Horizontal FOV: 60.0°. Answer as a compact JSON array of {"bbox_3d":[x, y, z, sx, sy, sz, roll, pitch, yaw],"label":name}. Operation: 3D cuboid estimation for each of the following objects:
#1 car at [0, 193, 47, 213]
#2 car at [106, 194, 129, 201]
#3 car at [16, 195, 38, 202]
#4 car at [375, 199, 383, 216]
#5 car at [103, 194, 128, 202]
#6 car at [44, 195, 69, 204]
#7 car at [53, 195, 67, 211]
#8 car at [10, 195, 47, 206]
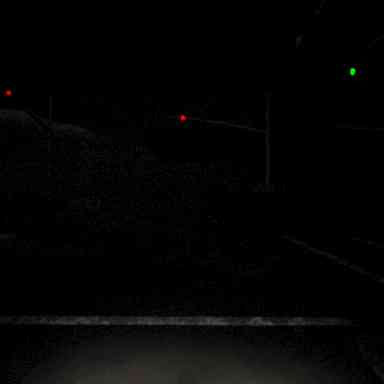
[{"bbox_3d":[-16.792,1.068,33.403,3.866,1.878,1.905,0,0,-1],"label":"car"},{"bbox_3d":[-16.547,1.320,74.124,4.514,1.523,2.007,0,0,-1],"label":"car"},{"bbox_3d":[-35.141,1.365,71.015,3.806,1.475,1.970,0,0,-1],"label":"car"},{"bbox_3d":[17.211,1.471,33.075,2.242,1.667,4.611,0,0,-1],"label":"car"},{"bbox_3d":[-16.474,1.311,70.988,5.027,1.636,2.152,0,0,-1],"label":"car"},{"bbox_3d":[-24.072,1.304,59.093,3.633,1.501,1.845,0,0,-1],"label":"car"},{"bbox_3d":[-16.202,1.351,36.732,3.806,1.475,1.970,0,0,-1],"label":"car"},{"bbox_3d":[-24.050,1.285,49.100,4.514,1.523,2.007,0,0,-1],"label":"car"}]
